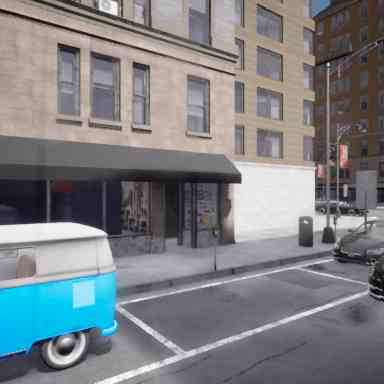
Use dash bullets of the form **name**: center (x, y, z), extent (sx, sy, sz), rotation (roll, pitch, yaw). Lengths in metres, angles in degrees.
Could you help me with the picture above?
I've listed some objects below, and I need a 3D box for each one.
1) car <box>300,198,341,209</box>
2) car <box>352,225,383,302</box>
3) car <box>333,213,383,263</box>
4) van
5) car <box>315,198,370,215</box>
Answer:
- **car**: center (16.856, 1.484, 43.747), extent (1.895, 1.301, 4.718), rotation (0, 0, -36)
- **car**: center (5.667, 1.505, 7.102), extent (4.892, 1.490, 1.837), rotation (0, 0, -35)
- **car**: center (6.278, 1.551, 10.666), extent (4.403, 1.369, 2.008), rotation (0, 0, -35)
- **van**: center (-2.941, 1.341, 4.092), extent (3.998, 1.788, 1.690), rotation (0, 0, -35)
- **car**: center (13.814, 1.524, 30.933), extent (1.895, 1.301, 4.718), rotation (0, 0, -35)
